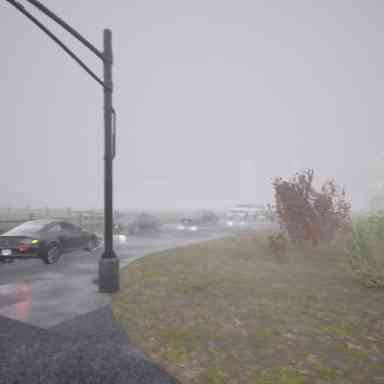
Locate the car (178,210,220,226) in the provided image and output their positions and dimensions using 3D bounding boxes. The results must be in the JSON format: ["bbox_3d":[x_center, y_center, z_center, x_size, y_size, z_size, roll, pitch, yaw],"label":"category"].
[{"bbox_3d":[0.836,2.371,31.511,2.033,1.411,5.357,-1,-2,31],"label":"car"}]

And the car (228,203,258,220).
[{"bbox_3d":[6.341,2.314,40.697,2.150,2.045,5.566,-1,-2,31],"label":"car"}]

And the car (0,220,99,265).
[{"bbox_3d":[-5.293,1.761,12.537,1.812,1.442,4.674,-2,-2,10],"label":"car"}]

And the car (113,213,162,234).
[{"bbox_3d":[-3.947,2.153,23.532,1.994,1.385,4.181,-1,-2,31],"label":"car"}]

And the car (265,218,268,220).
[{"bbox_3d":[10.150,2.569,39.856,1.812,1.442,4.674,-1,-2,31],"label":"car"}]
